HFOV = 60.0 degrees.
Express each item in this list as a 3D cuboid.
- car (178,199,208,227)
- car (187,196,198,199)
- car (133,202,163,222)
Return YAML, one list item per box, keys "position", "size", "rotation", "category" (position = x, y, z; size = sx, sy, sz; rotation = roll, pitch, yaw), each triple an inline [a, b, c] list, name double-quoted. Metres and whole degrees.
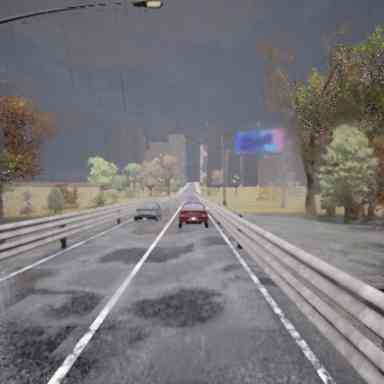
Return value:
- position: [0.093, 1.472, 22.768]
  size: [1.882, 1.535, 5.008]
  rotation: [0, 0, 0]
  category: "car"
- position: [0.078, 1.341, 41.896]
  size: [2.097, 1.767, 4.553]
  rotation: [0, 0, 0]
  category: "car"
- position: [-3.358, 1.541, 26.380]
  size: [2.033, 1.411, 5.357]
  rotation: [0, 0, 0]
  category: "car"
